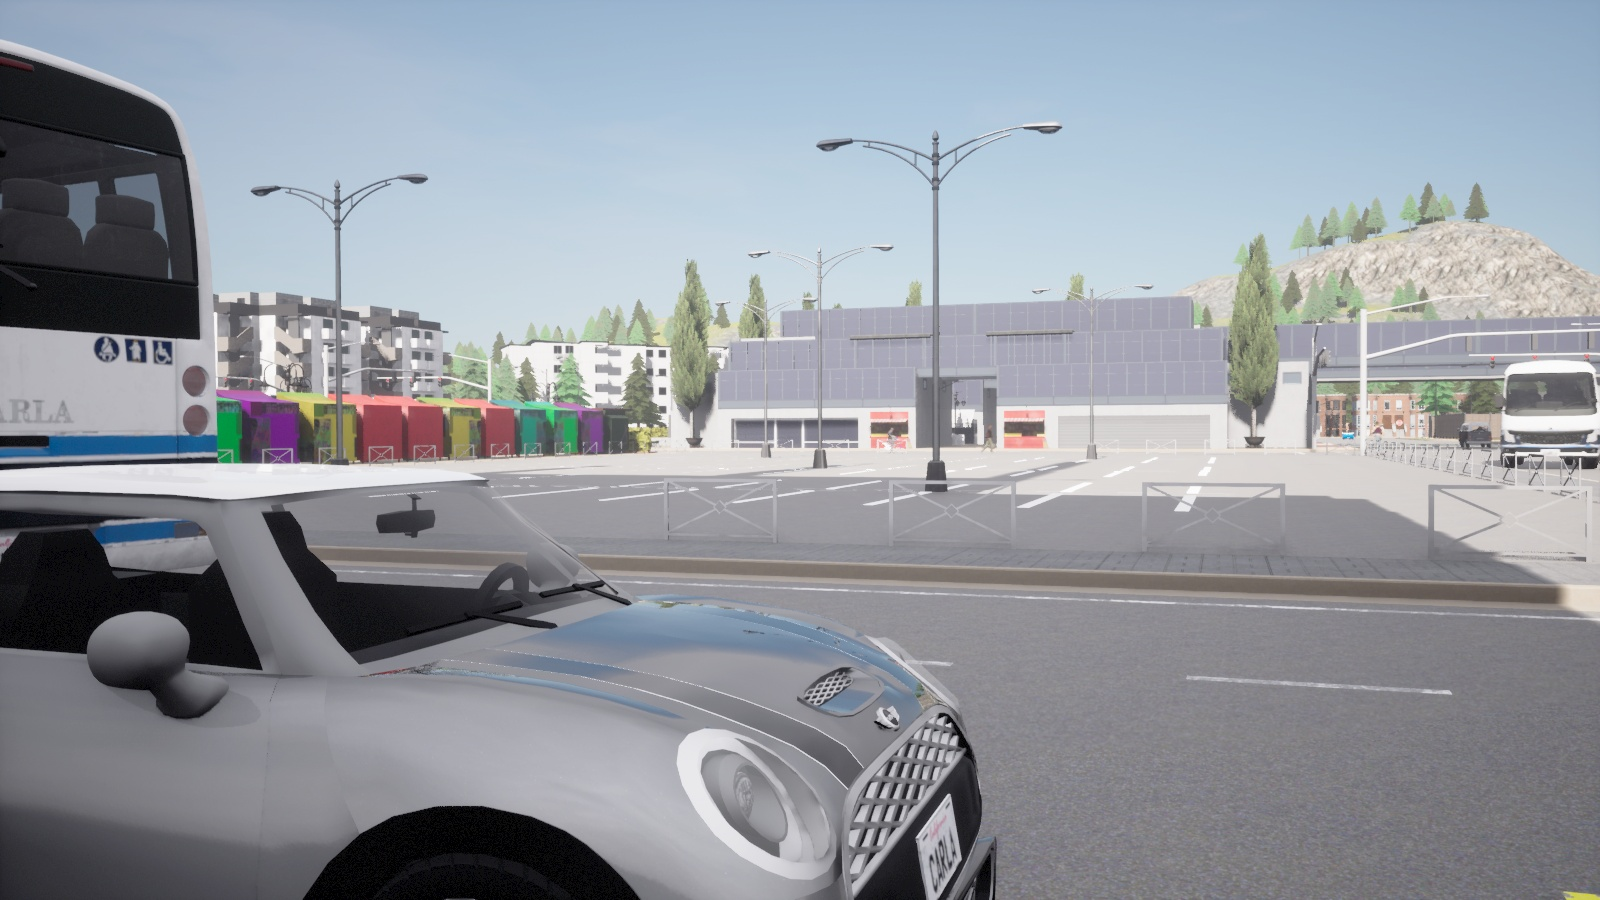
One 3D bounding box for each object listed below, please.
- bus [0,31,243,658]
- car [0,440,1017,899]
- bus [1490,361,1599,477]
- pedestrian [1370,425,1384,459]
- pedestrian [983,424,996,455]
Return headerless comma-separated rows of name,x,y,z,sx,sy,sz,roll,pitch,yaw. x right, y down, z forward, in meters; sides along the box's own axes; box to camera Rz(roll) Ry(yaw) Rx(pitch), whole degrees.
bus,-10.049,-0.760,10.766,10.273,4.253,3.944,1,1,26
car,-1.428,0.728,3.672,3.806,1.475,1.970,1,1,18
bus,30.411,-1.199,51.144,3.944,4.253,10.273,0,1,29
pedestrian,30.980,-0.423,67.417,0.345,1.836,0.594,0,1,-16
pedestrian,11.382,-0.625,75.442,0.703,1.840,0.431,1,1,21
